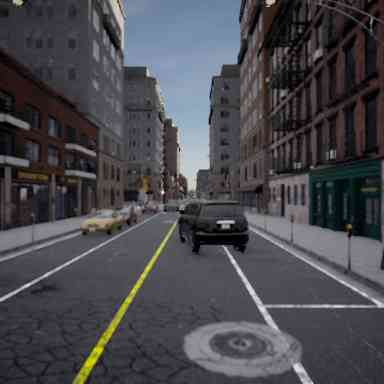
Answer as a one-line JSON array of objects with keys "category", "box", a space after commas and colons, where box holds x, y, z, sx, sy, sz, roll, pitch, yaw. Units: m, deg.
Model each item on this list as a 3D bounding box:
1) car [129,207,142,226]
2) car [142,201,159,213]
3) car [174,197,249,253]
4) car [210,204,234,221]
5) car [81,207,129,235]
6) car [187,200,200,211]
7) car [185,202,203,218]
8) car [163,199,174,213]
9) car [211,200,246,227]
[{"category": "car", "box": [-5.312, 1.837, 25.837, 1.802, 1.307, 4.206, 0, -1, 0]}, {"category": "car", "box": [-5.264, 1.870, 42.198, 1.967, 1.590, 4.097, 0, -1, 0]}, {"category": "car", "box": [0.754, 1.364, 14.647, 2.150, 2.045, 5.566, 0, -1, -10]}, {"category": "car", "box": [2.729, 1.877, 31.263, 1.947, 1.339, 4.313, 0, -1, 0]}, {"category": "car", "box": [-5.329, 1.723, 20.214, 1.752, 1.417, 4.829, 0, -1, 0]}, {"category": "car", "box": [0.246, 1.998, 50.231, 1.882, 1.535, 5.008, 0, -1, 0]}, {"category": "car", "box": [0.201, 1.864, 35.833, 1.837, 1.490, 4.892, 0, -1, 0]}, {"category": "car", "box": [-2.694, 1.806, 44.418, 2.097, 1.767, 4.553, 0, -1, 0]}, {"category": "car", "box": [2.712, 1.570, 25.812, 2.192, 1.841, 5.009, 0, -1, 0]}]
